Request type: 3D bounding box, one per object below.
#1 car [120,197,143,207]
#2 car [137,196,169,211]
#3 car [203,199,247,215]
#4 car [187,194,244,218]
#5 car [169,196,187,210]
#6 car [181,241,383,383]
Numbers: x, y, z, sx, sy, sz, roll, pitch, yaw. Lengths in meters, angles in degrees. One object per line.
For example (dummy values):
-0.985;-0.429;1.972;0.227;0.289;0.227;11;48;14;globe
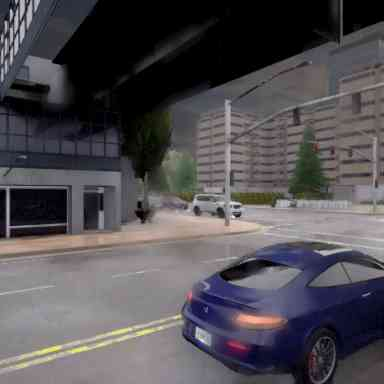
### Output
-9.565;1.562;52.539;1.994;1.385;4.181;0;0;-36;car
-5.348;1.492;40.677;2.128;1.511;4.902;0;0;-36;car
3.326;1.505;34.637;1.837;1.490;4.892;0;0;-36;car
2.219;1.222;30.196;2.150;2.045;5.566;0;0;-36;car
-2.400;1.352;42.574;2.097;1.767;4.553;0;0;-36;car
2.014;1.526;5.234;4.674;1.442;1.812;0;0;-35;car
